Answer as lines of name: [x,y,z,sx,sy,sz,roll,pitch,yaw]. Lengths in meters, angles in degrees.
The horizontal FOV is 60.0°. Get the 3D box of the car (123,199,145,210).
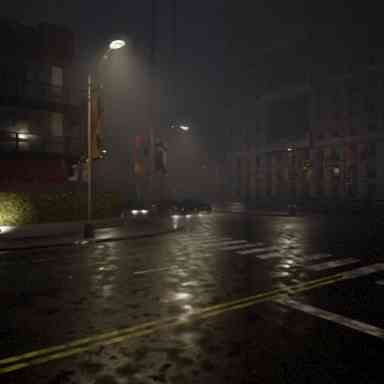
car: [-7.570,1.561,42.251,1.994,1.385,4.181,0,0,-35]

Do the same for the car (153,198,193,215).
car: [-2.295,1.502,34.663,1.837,1.490,4.892,0,0,-35]

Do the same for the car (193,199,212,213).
car: [0.228,1.475,37.165,1.882,1.535,5.008,0,0,-35]
